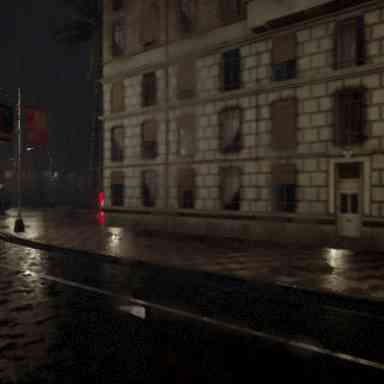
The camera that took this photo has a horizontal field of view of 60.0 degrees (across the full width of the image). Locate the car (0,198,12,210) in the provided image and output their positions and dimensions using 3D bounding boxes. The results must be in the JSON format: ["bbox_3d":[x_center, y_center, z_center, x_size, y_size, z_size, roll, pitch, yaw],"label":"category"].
[{"bbox_3d":[-22.729,1.384,38.432,1.882,1.535,5.008,0,0,-2],"label":"car"}]
